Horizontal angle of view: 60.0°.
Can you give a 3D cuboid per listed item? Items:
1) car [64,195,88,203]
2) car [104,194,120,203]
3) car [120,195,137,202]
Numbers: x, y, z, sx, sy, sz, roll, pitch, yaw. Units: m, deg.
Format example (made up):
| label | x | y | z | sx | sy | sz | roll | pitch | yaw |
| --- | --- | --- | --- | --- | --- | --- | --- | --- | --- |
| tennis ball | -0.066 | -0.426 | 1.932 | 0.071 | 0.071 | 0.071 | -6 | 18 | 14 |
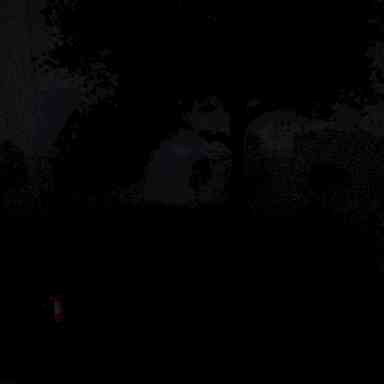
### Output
| label | x | y | z | sx | sy | sz | roll | pitch | yaw |
| --- | --- | --- | --- | --- | --- | --- | --- | --- | --- |
| car | -28.473 | 1.743 | 81.773 | 5.566 | 2.045 | 2.435 | -1 | -1 | -18 |
| car | -18.567 | 1.500 | 74.538 | 2.150 | 2.045 | 5.566 | -1 | -1 | 3 |
| car | -18.072 | 1.718 | 89.206 | 5.566 | 2.045 | 2.435 | -1 | -1 | -18 |
